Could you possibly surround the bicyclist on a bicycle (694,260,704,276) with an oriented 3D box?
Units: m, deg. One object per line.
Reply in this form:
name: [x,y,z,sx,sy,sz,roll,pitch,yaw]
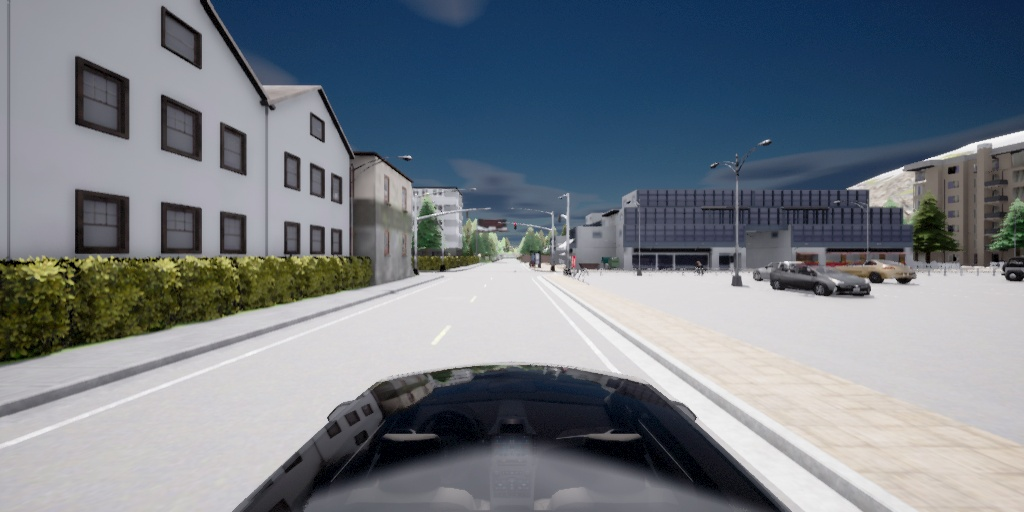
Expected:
bicyclist on a bicycle: [18.713,1.202,35.966,0.582,1.620,1.656,0,0,0]
